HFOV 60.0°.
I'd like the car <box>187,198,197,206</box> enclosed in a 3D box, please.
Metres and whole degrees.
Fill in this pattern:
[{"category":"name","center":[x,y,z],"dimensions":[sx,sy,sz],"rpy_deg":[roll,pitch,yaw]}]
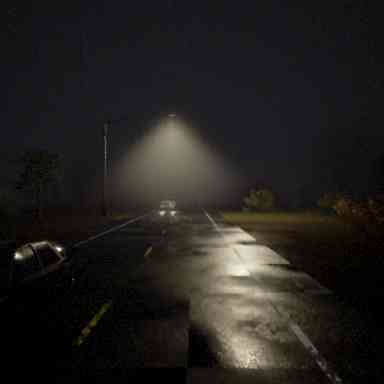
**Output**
[{"category":"car","center":[0.049,2.208,70.139],"dimensions":[1.994,1.385,4.181],"rpy_deg":[0,0,0]}]

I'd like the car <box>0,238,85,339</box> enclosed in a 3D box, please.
[{"category":"car","center":[-3.595,1.611,6.053],"dimensions":[2.033,1.411,5.357],"rpy_deg":[0,-1,0]}]

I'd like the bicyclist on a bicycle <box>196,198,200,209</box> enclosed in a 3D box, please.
[{"category":"bicyclist on a bicycle","center":[0.999,1.961,52.356],"dimensions":[0.582,1.620,1.656],"rpy_deg":[0,-1,0]}]

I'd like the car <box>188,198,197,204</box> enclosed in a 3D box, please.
[{"category":"car","center":[0.056,2.183,79.081],"dimensions":[1.994,1.385,4.181],"rpy_deg":[0,0,0]}]

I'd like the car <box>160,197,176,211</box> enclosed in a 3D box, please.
[{"category":"car","center":[-3.539,1.708,49.641],"dimensions":[2.150,2.045,5.566],"rpy_deg":[0,-1,0]}]

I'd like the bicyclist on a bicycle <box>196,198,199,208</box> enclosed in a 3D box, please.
[{"category":"bicyclist on a bicycle","center":[1.007,1.949,60.765],"dimensions":[0.659,1.776,1.843],"rpy_deg":[0,0,0]}]
